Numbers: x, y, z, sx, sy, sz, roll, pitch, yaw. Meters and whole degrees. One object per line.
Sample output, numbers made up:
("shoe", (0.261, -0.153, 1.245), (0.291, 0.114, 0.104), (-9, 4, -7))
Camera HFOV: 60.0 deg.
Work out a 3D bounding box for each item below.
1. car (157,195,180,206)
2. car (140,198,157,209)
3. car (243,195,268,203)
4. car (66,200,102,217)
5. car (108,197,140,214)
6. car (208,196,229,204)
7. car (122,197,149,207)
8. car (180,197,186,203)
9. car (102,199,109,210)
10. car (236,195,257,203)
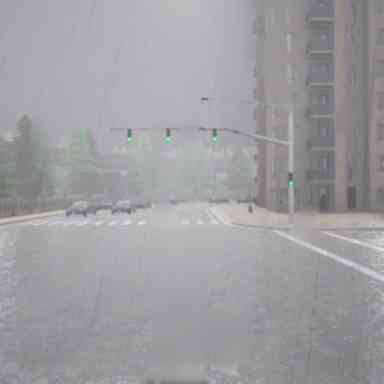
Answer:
("car", (-4.287, 1.334, 54.347), (2.097, 1.767, 4.553), (0, 0, 22))
("car", (-6.676, 1.550, 44.695), (2.033, 1.411, 5.357), (0, 0, 6))
("car", (13.055, 1.361, 68.299), (4.892, 1.490, 1.837), (0, 0, -24))
("car", (-10.579, 1.560, 32.174), (1.812, 1.442, 4.674), (0, 0, 1))
("car", (-7.045, 1.536, 35.006), (1.812, 1.442, 4.674), (0, 0, 1))
("car", (4.978, 1.442, 62.421), (4.674, 1.442, 1.812), (0, 0, -42))
("car", (-8.705, 1.560, 52.151), (2.033, 1.411, 5.357), (0, 0, 16))
("car", (-2.937, 1.532, 63.956), (1.994, 1.385, 4.181), (0, 0, 34))
("car", (-10.322, 1.593, 40.915), (1.994, 1.385, 4.181), (0, 0, 2))
("car", (10.336, 1.445, 62.511), (4.181, 1.385, 1.994), (0, 0, -37))
